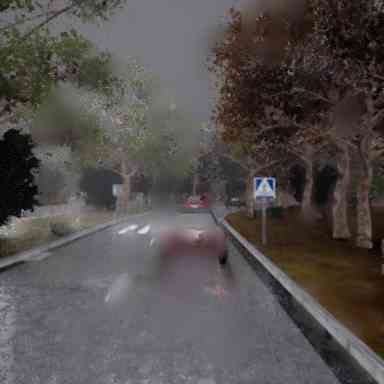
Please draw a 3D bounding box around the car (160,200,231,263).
[{"bbox_3d":[0.068,1.358,12.154,2.097,1.767,4.553,0,0,0],"label":"car"}]

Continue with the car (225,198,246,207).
[{"bbox_3d":[7.143,1.638,51.963,2.033,1.411,5.357,-1,-1,39],"label":"car"}]

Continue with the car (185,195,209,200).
[{"bbox_3d":[0.491,1.247,26.869,2.150,2.045,5.566,0,0,5],"label":"car"}]
